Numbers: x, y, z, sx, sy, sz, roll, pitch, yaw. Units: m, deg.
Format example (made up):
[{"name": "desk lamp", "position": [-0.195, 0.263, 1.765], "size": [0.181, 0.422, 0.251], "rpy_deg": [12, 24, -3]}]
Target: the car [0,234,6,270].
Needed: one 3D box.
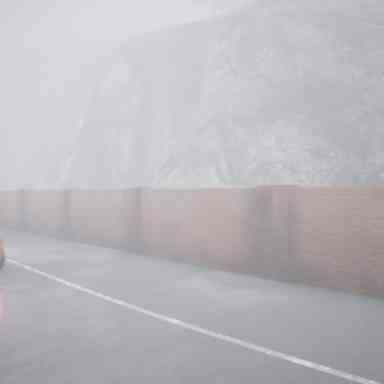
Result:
[{"name": "car", "position": [-7.399, 1.369, 9.984], "size": [4.553, 1.767, 2.097], "rpy_deg": [0, 0, 43]}]
